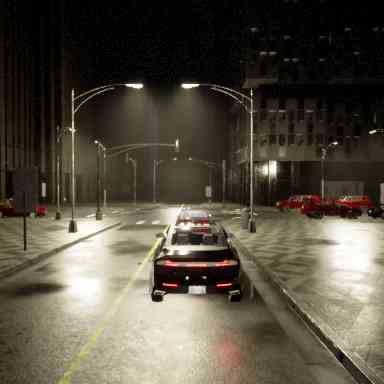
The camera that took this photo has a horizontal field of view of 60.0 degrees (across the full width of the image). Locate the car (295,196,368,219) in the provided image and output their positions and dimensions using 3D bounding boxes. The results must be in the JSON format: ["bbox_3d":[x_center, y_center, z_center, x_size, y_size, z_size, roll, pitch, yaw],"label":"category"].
[{"bbox_3d":[12.078,1.463,29.142,5.009,1.841,2.192,0,1,0],"label":"car"}]

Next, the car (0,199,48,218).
[{"bbox_3d":[-14.963,1.567,29.021,4.507,1.381,1.887,0,1,0],"label":"car"}]

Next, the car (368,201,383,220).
[{"bbox_3d":[17.721,1.742,29.171,4.313,1.339,1.947,0,1,0],"label":"car"}]

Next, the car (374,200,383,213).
[{"bbox_3d":[23.334,1.634,37.720,4.313,1.339,1.947,0,1,0],"label":"car"}]

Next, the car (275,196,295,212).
[{"bbox_3d":[12.050,1.325,37.666,5.009,1.841,2.192,0,1,0],"label":"car"}]

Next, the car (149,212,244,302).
[{"bbox_3d":[0.087,1.490,8.223,2.128,1.511,4.902,0,0,0],"label":"car"}]

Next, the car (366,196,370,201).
[{"bbox_3d":[17.693,1.353,37.692,5.009,1.841,2.192,0,1,0],"label":"car"}]

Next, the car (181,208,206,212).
[{"bbox_3d":[0.074,1.550,17.932,2.033,1.411,5.357,0,0,0],"label":"car"}]
